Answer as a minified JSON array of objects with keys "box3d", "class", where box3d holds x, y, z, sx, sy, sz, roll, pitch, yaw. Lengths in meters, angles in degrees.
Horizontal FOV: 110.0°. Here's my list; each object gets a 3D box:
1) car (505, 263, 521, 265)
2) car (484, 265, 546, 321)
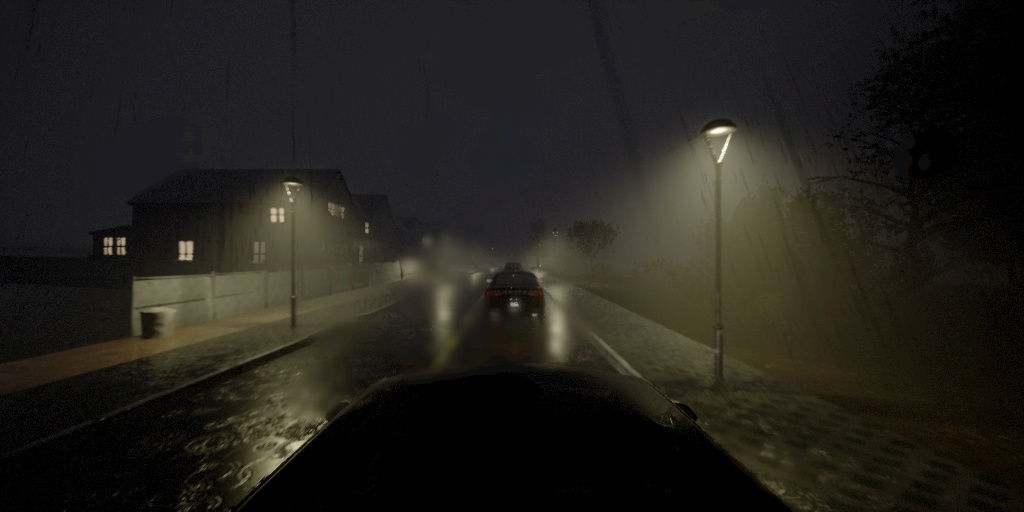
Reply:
[{"box3d":[0.104,1.313,30.591,1.837,1.490,4.892,0,0,0],"class":"car"},{"box3d":[0.097,1.250,12.622,1.882,1.535,5.008,0,0,0],"class":"car"}]
